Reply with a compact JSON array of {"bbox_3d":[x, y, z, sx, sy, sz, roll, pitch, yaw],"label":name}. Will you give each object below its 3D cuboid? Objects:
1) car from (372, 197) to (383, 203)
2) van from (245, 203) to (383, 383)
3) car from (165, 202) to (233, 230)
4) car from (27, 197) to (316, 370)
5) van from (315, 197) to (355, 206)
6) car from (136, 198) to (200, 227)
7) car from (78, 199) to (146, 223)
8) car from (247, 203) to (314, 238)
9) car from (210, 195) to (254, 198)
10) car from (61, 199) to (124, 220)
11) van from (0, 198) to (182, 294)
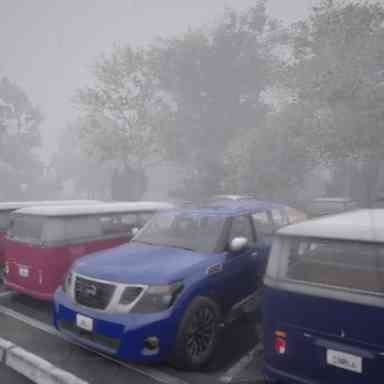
[{"bbox_3d":[9.696,1.255,15.752,2.435,2.045,5.566,0,0,35],"label":"car"},{"bbox_3d":[2.649,1.283,4.822,1.878,1.987,4.442,0,0,35],"label":"van"},{"bbox_3d":[0.613,1.493,22.139,2.163,1.488,4.792,0,0,35],"label":"car"},{"bbox_3d":[0.282,1.247,6.326,2.435,2.045,5.566,0,0,35],"label":"car"},{"bbox_3d":[7.484,1.270,17.432,1.878,1.987,4.442,0,0,35],"label":"van"},{"bbox_3d":[-1.615,1.327,23.796,2.185,1.767,4.553,0,0,35],"label":"car"},{"bbox_3d":[-6.265,1.429,26.836,1.946,1.575,5.366,0,0,35],"label":"car"},{"bbox_3d":[5.262,1.482,19.097,1.946,1.575,5.366,0,0,35],"label":"car"},{"bbox_3d":[2.909,1.223,20.577,2.435,2.045,5.566,0,0,35],"label":"car"},{"bbox_3d":[-8.417,1.422,28.600,2.231,1.521,4.892,0,0,35],"label":"car"},{"bbox_3d":[-1.919,1.262,8.069,1.878,1.987,4.442,0,0,35],"label":"van"}]
